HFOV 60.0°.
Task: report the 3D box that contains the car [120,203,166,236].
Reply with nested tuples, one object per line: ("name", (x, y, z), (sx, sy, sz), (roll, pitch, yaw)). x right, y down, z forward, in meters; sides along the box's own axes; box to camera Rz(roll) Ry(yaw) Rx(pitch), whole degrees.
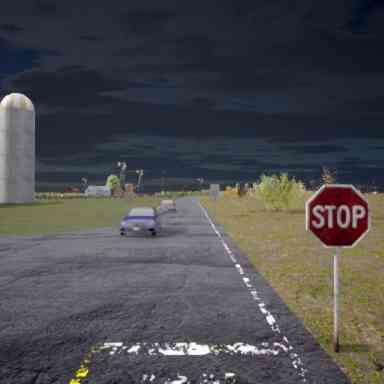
("car", (-2.716, 1.542, 18.528), (1.812, 1.442, 4.674), (0, 0, 0))

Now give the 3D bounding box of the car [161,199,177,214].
("car", (-2.682, 1.560, 36.585), (1.812, 1.442, 4.674), (0, 0, 0))
